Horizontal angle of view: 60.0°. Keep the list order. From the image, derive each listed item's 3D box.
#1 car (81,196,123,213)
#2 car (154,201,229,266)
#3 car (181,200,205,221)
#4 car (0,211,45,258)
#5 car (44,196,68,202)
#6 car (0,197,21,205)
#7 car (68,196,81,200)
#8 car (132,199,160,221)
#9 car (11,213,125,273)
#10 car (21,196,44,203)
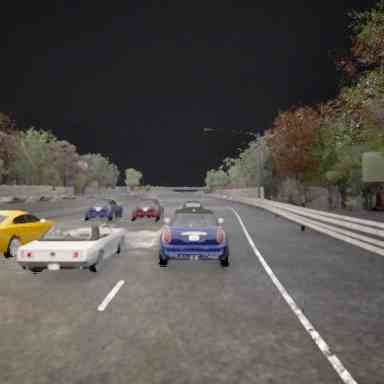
[{"bbox_3d":[-6.932,1.317,26.696,2.097,1.767,4.553,0,0,0],"label":"car"},{"bbox_3d":[0.069,1.334,11.662,2.097,1.767,4.553,0,0,0],"label":"car"},{"bbox_3d":[0.075,1.491,28.053,1.812,1.442,4.674,0,0,0],"label":"car"},{"bbox_3d":[-6.925,1.459,12.696,1.882,1.535,5.008,0,0,0],"label":"car"},{"bbox_3d":[-21.055,1.456,52.828,1.837,1.490,4.892,0,0,0],"label":"car"},{"bbox_3d":[-28.053,1.477,51.368,1.812,1.442,4.674,0,0,0],"label":"car"},{"bbox_3d":[-17.558,1.457,53.131,1.837,1.490,4.892,0,0,0],"label":"car"},{"bbox_3d":[-3.432,1.317,26.664,2.097,1.767,4.553,0,0,0],"label":"car"},{"bbox_3d":[-3.437,1.585,10.540,1.895,1.301,4.718,0,0,0],"label":"car"},{"bbox_3d":[-24.553,1.455,52.679,1.837,1.490,4.892,0,0,0],"label":"car"}]
